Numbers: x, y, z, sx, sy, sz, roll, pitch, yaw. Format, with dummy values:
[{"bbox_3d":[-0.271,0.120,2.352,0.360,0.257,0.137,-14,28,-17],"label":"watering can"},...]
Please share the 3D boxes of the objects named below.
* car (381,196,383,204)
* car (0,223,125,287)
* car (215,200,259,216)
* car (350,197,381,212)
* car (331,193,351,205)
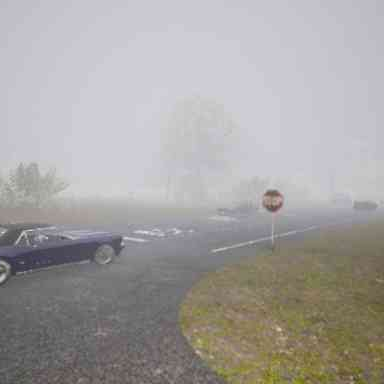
[{"bbox_3d":[37.314,1.652,63.744,1.994,1.385,4.181,1,1,32],"label":"car"},{"bbox_3d":[-4.158,1.483,8.990,1.895,1.301,4.718,1,0,39],"label":"car"},{"bbox_3d":[4.290,1.416,30.754,2.033,1.411,5.357,1,1,39],"label":"car"},{"bbox_3d":[21.330,1.531,40.822,1.882,1.535,5.008,1,1,39],"label":"car"},{"bbox_3d":[26.084,1.223,57.978,2.150,2.045,5.566,1,1,39],"label":"car"}]
